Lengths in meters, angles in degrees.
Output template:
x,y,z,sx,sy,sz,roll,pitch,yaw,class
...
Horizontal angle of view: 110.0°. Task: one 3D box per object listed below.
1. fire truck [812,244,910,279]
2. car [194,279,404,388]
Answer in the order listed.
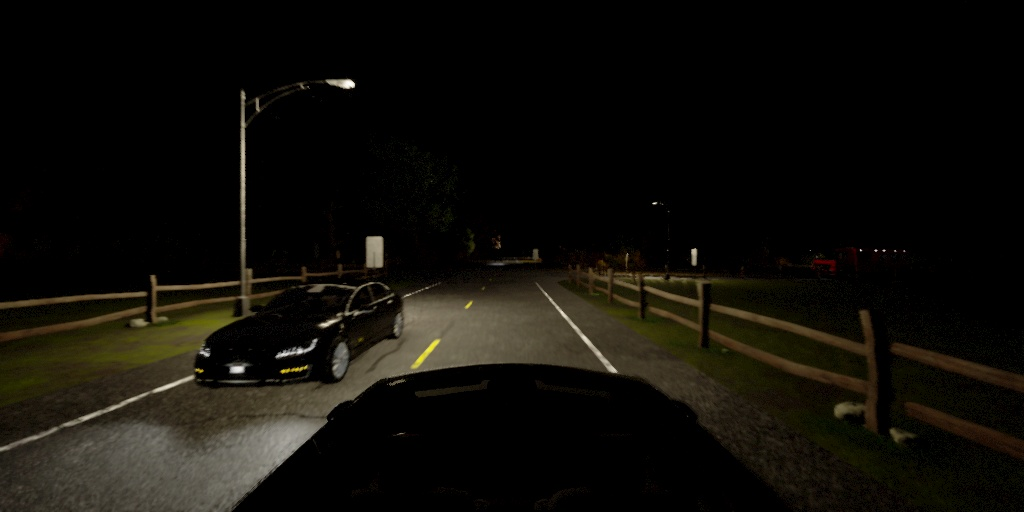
x,y,z,sx,sy,sz,roll,pitch,yaw,class
38.803,0.625,39.996,8.468,3.827,2.891,1,1,0,fire truck
-3.595,1.250,7.125,1.837,1.490,4.892,0,0,0,car
